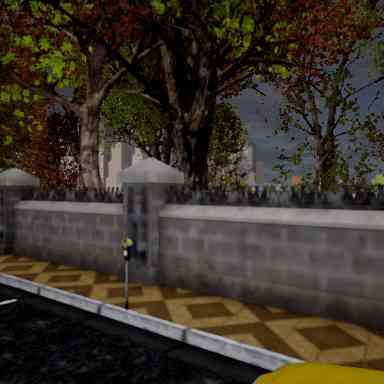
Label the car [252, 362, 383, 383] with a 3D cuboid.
[{"bbox_3d":[2.260,1.524,1.285,4.829,1.417,1.752,0,0,35],"label":"car"}]
